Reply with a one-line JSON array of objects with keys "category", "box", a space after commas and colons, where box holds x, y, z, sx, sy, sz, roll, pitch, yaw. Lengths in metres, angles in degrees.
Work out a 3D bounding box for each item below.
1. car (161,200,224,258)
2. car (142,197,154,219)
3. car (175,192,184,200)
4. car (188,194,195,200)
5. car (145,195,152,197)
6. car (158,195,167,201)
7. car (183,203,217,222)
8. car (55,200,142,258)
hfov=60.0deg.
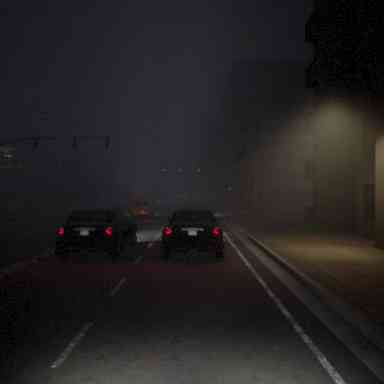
[{"category": "car", "box": [0.037, 1.347, 12.895, 2.097, 1.767, 4.553, 0, 0, 0]}, {"category": "car", "box": [-4.470, 1.468, 29.063, 1.882, 1.535, 5.008, 0, 0, -12]}, {"category": "car", "box": [-3.546, 1.494, 91.622, 2.128, 1.511, 4.902, 0, 0, 0]}, {"category": "car", "box": [-0.047, 1.522, 92.731, 1.994, 1.385, 4.181, 0, 0, 0]}, {"category": "car", "box": [-10.541, 1.513, 80.578, 2.033, 1.411, 5.357, 0, 0, 0]}, {"category": "car", "box": [-7.041, 1.526, 80.579, 1.994, 1.385, 4.181, 0, 0, 0]}, {"category": "car", "box": [0.746, 1.592, 27.262, 1.895, 1.301, 4.718, 0, 0, 13]}, {"category": "car", "box": [-3.464, 1.347, 12.895, 2.097, 1.767, 4.553, 0, 0, 1]}]
